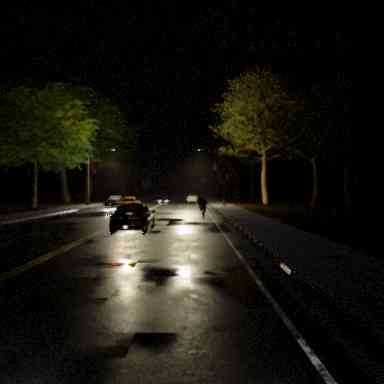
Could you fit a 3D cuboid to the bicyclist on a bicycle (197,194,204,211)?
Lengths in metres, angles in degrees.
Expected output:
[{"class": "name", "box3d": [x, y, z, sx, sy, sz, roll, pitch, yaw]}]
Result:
[{"class": "bicyclist on a bicycle", "box3d": [0.889, 1.148, 35.967, 0.659, 1.776, 1.843, 0, 1, 0]}]

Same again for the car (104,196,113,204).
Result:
[{"class": "car", "box3d": [-9.838, 1.232, 42.584, 2.128, 1.511, 4.902, 0, 0, 0]}]

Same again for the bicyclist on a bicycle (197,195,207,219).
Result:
[{"class": "bicyclist on a bicycle", "box3d": [0.889, 1.210, 25.850, 0.659, 1.776, 1.843, 0, 1, 0]}]

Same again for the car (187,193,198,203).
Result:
[{"class": "car", "box3d": [0.098, 1.187, 57.833, 1.812, 1.442, 4.674, 0, 0, 0]}]

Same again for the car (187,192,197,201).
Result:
[{"class": "car", "box3d": [-0.002, 0.948, 73.676, 2.097, 1.767, 4.553, 0, 0, 0]}]

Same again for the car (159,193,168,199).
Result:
[{"class": "car", "box3d": [-6.502, 0.924, 76.377, 1.837, 1.490, 4.892, 0, 0, 0]}]

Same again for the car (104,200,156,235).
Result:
[{"class": "car", "box3d": [-3.153, 1.392, 18.159, 1.837, 1.490, 4.892, 0, 0, 0]}]

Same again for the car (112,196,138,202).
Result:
[{"class": "car", "box3d": [-6.597, 1.262, 34.901, 1.882, 1.535, 5.008, 0, 0, 0]}]
